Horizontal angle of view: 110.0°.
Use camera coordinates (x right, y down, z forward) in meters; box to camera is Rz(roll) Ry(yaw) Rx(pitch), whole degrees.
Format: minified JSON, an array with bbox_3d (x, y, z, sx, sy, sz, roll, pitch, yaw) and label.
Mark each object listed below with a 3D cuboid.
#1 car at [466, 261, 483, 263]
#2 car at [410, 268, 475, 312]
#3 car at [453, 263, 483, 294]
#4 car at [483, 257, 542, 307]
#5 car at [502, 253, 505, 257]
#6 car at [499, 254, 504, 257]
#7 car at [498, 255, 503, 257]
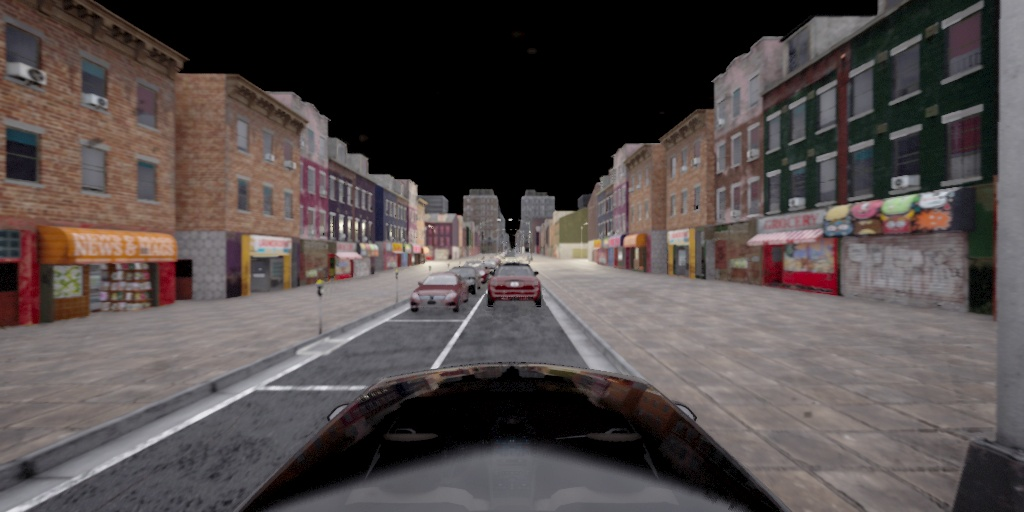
[{"bbox_3d":[-2.638,1.081,24.921,1.967,1.591,4.097,0,0,0],"label":"car"},{"bbox_3d":[-2.638,1.288,13.854,1.802,1.307,4.207,0,0,0],"label":"car"},{"bbox_3d":[-2.638,1.239,19.387,1.948,1.339,4.313,0,0,0],"label":"car"},{"bbox_3d":[0.098,1.048,15.392,2.097,1.767,4.553,0,0,0],"label":"car"},{"bbox_3d":[-2.640,0.687,63.512,1.751,1.417,4.829,0,0,0],"label":"car"},{"bbox_3d":[-2.640,0.807,58.147,1.888,1.381,4.507,0,0,0],"label":"car"},{"bbox_3d":[-2.640,0.897,52.611,1.888,1.381,4.507,0,0,0],"label":"car"}]
